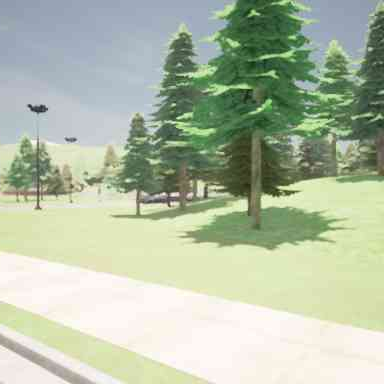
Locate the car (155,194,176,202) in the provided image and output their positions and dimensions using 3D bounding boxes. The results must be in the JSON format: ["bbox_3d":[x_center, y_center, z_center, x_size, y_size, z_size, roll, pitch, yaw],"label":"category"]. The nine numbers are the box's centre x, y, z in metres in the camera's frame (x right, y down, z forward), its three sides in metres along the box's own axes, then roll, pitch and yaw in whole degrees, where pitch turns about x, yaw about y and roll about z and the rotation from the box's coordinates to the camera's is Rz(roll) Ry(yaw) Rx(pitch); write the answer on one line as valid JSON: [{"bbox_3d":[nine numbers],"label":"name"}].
[{"bbox_3d":[-5.774,1.270,72.376,2.097,1.767,4.553,0,0,36],"label":"car"}]

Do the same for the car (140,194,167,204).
[{"bbox_3d":[-6.665,1.537,59.223,1.895,1.301,4.718,0,0,37],"label":"car"}]

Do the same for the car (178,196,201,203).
[{"bbox_3d":[-0.088,1.537,68.294,1.895,1.301,4.718,0,0,36],"label":"car"}]

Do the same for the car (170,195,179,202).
[{"bbox_3d":[-2.931,1.399,70.335,1.882,1.535,5.008,0,0,36],"label":"car"}]
